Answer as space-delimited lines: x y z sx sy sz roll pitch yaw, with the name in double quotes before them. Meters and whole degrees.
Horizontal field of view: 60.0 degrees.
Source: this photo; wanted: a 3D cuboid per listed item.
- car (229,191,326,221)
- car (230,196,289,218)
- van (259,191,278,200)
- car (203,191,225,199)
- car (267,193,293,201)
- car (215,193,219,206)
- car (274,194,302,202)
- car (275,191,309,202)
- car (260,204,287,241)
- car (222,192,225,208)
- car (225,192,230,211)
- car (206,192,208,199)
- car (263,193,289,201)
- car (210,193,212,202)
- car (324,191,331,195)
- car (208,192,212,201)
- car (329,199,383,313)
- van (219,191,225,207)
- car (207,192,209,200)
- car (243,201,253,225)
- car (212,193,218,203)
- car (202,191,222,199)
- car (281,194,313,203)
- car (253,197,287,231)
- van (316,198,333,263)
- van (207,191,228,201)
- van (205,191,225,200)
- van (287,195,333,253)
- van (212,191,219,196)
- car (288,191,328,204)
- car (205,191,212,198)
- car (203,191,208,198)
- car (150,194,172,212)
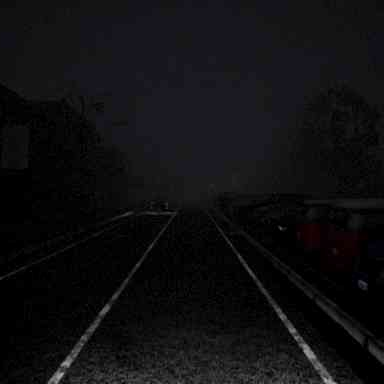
"car" 5.618 1.118 22.475 5.566 2.045 2.435 0 0 0
"car" 5.602 1.206 28.082 4.553 1.767 2.185 0 0 0
"van" 18.705 0.822 81.419 4.442 1.987 1.878 0 0 0
"car" 5.533 0.791 84.143 5.566 2.045 2.435 0 0 0
"car" 18.605 1.087 70.276 5.008 1.535 2.097 0 0 0
"car" 5.601 1.257 39.296 5.008 1.535 2.097 0 0 0
"car" 18.653 1.136 64.706 4.792 1.488 2.163 0 0 0
"car" 18.603 0.866 61.921 5.566 2.045 2.435 0 0 0
"car" 5.661 1.426 14.067 4.892 1.521 2.231 0 0 0
"car" 5.651 1.169 33.689 4.553 1.767 2.185 0 0 0
"car" 5.612 1.099 25.278 5.566 2.045 2.435 0 0 0
"car" 5.523 1.147 61.720 4.792 1.488 2.163 0 0 0
"car" 18.419 1.074 73.062 5.366 1.575 1.946 0 0 0
"car" 5.608 1.212 50.509 4.792 1.488 2.163 0 0 0
"car" 18.629 0.929 50.904 5.566 2.045 2.435 0 0 0
"car" 5.758 1.161 53.313 5.366 1.575 1.946 0 0 0
"car" 5.660 1.230 5.655 5.566 2.045 2.435 0 0 0
"van" 5.496 1.050 36.491 4.442 1.987 1.878 0 0 0
"car" 5.560 1.146 56.112 5.008 1.535 2.097 0 0 0
"car" 5.651 1.428 19.674 4.674 1.452 2.002 0 0 0
"car" 5.563 1.249 44.903 4.792 1.488 2.163 0 0 0
"car" 5.526 0.786 92.553 5.566 2.045 2.435 0 0 0
"car" 18.632 1.131 59.136 5.008 1.535 2.097 0 0 0
"car" 5.692 1.281 16.869 4.553 1.767 2.185 0 0 0
"van" 5.797 1.237 8.459 4.442 1.987 1.878 0 0 0
"van" 5.641 0.851 72.932 4.442 1.987 1.878 0 0 0
"van" 5.397 0.832 78.538 4.442 1.987 1.878 0 0 0
"van" 5.791 1.218 11.263 4.442 1.987 1.878 0 0 0
"van" 5.469 0.975 47.704 4.442 1.987 1.878 0 0 0
"car" 18.622 0.911 53.566 5.566 2.045 2.435 0 0 0
"car" 5.540 1.107 64.518 4.892 1.521 2.231 0 0 0
"car" 5.567 0.845 67.324 5.566 2.045 2.435 0 0 0
"car" -3.287 1.158 35.689 2.097 1.767 4.553 0 0 0
